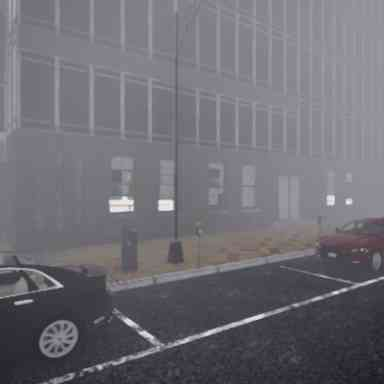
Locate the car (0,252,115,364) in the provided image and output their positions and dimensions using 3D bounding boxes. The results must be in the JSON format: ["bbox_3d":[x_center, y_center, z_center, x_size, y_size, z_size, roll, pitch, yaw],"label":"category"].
[{"bbox_3d":[-3.211,1.551,4.265,4.403,1.369,2.008,0,0,-36],"label":"car"}]

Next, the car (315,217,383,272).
[{"bbox_3d":[5.800,1.532,10.708,4.507,1.381,1.887,0,0,-36],"label":"car"}]
